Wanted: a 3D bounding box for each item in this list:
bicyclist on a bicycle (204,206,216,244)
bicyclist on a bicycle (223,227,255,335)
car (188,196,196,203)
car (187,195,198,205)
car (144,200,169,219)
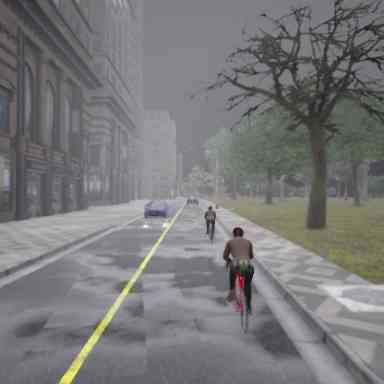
[{"bbox_3d":[0.828,1.455,14.785,0.582,1.620,1.656,0,0,0],"label":"bicyclist on a bicycle"},{"bbox_3d":[0.825,1.453,5.787,0.582,1.620,1.656,0,0,0],"label":"bicyclist on a bicycle"},{"bbox_3d":[0.019,1.651,75.072,1.812,1.442,4.674,0,0,0],"label":"car"},{"bbox_3d":[0.113,1.428,61.843,2.097,1.767,4.553,0,0,0],"label":"car"},{"bbox_3d":[-3.093,1.492,29.726,1.882,1.535,5.008,0,0,0],"label":"car"}]
